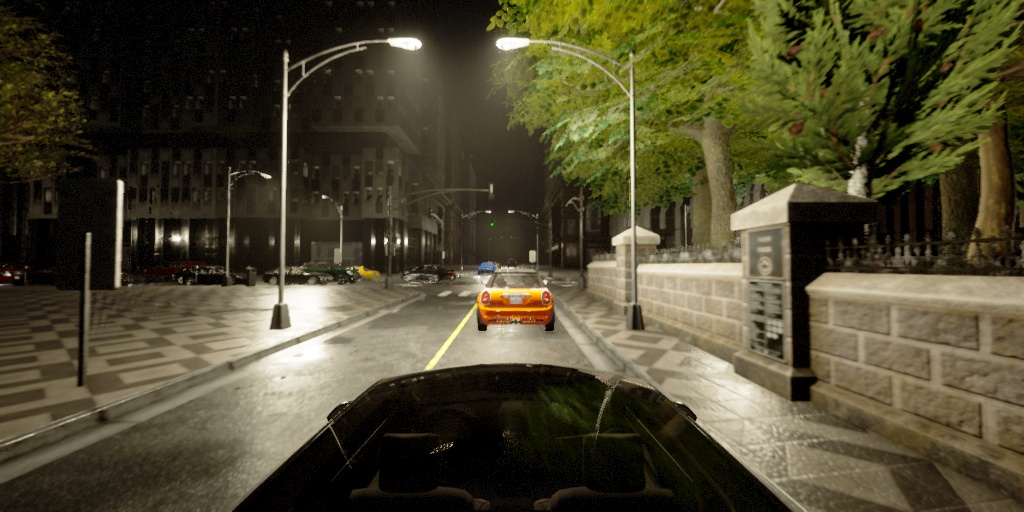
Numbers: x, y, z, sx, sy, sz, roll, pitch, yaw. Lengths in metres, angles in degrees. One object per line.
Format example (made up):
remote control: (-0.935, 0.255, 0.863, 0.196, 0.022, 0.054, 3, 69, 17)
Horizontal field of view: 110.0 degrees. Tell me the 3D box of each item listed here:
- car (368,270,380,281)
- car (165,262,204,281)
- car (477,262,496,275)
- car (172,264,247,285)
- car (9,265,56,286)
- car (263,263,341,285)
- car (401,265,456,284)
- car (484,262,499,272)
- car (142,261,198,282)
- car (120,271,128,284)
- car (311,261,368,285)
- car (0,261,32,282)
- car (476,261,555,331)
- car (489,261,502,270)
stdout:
car: (-14.763, 1.598, 33.162, 4.829, 1.417, 1.751, 0, 0, 0)
car: (-22.960, 1.430, 27.369, 4.892, 1.490, 1.837, 0, -2, 0)
car: (-3.083, 1.551, 44.892, 1.882, 1.535, 5.008, 0, 0, 1)
car: (-20.146, 1.414, 24.671, 4.313, 1.339, 1.948, 0, 0, 0)
car: (-31.172, 1.446, 24.733, 4.207, 1.307, 1.802, 0, 0, 0)
car: (-14.633, 1.391, 24.640, 4.403, 1.370, 2.007, 0, 0, 0)
car: (-7.058, 1.497, 30.089, 4.892, 1.490, 1.837, 0, -5, 24)
car: (-3.068, 1.632, 54.339, 1.882, 1.535, 5.008, 0, 0, 0)
car: (-31.131, 1.410, 33.255, 5.009, 1.841, 2.192, 0, 0, 0)
car: (-32.465, 1.416, 27.432, 5.008, 1.535, 1.882, 0, -2, 0)
car: (-13.876, 1.265, 27.320, 4.553, 1.767, 2.097, 0, -2, 0)
car: (-36.685, 1.187, 24.765, 5.009, 1.841, 2.192, 0, 0, 0)
car: (0.101, 1.164, 11.333, 2.097, 1.767, 4.553, 0, 0, 0)
car: (-2.988, 1.742, 64.770, 2.128, 1.511, 4.902, 0, -1, 0)
